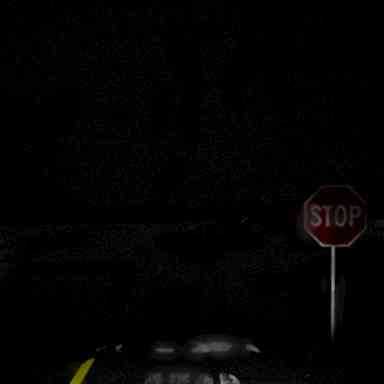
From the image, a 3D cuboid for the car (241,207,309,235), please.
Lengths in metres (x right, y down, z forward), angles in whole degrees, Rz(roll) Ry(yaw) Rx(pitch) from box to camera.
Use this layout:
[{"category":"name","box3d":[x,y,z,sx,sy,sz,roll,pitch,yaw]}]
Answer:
[{"category":"car","box3d":[4.776,1.506,18.146,4.181,1.385,1.994,-1,0,0]}]
